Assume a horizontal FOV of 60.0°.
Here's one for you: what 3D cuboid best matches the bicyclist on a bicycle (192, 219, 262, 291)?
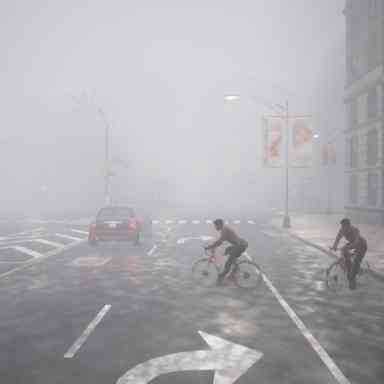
[{"bbox_3d":[0.782,1.452,7.704,1.656,1.620,0.582,0,0,17],"label":"bicyclist on a bicycle"}]

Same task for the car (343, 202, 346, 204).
[{"bbox_3d":[23.547,1.546,45.350,5.357,1.411,2.033,0,0,2],"label":"car"}]

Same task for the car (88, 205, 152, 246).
[{"bbox_3d":[-3.121,1.352,15.368,2.097,1.767,4.553,0,0,1],"label":"car"}]

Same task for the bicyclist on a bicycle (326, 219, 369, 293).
[{"bbox_3d":[3.590,1.427,7.606,1.656,1.620,0.582,0,1,-32],"label":"bicyclist on a bicycle"}]
